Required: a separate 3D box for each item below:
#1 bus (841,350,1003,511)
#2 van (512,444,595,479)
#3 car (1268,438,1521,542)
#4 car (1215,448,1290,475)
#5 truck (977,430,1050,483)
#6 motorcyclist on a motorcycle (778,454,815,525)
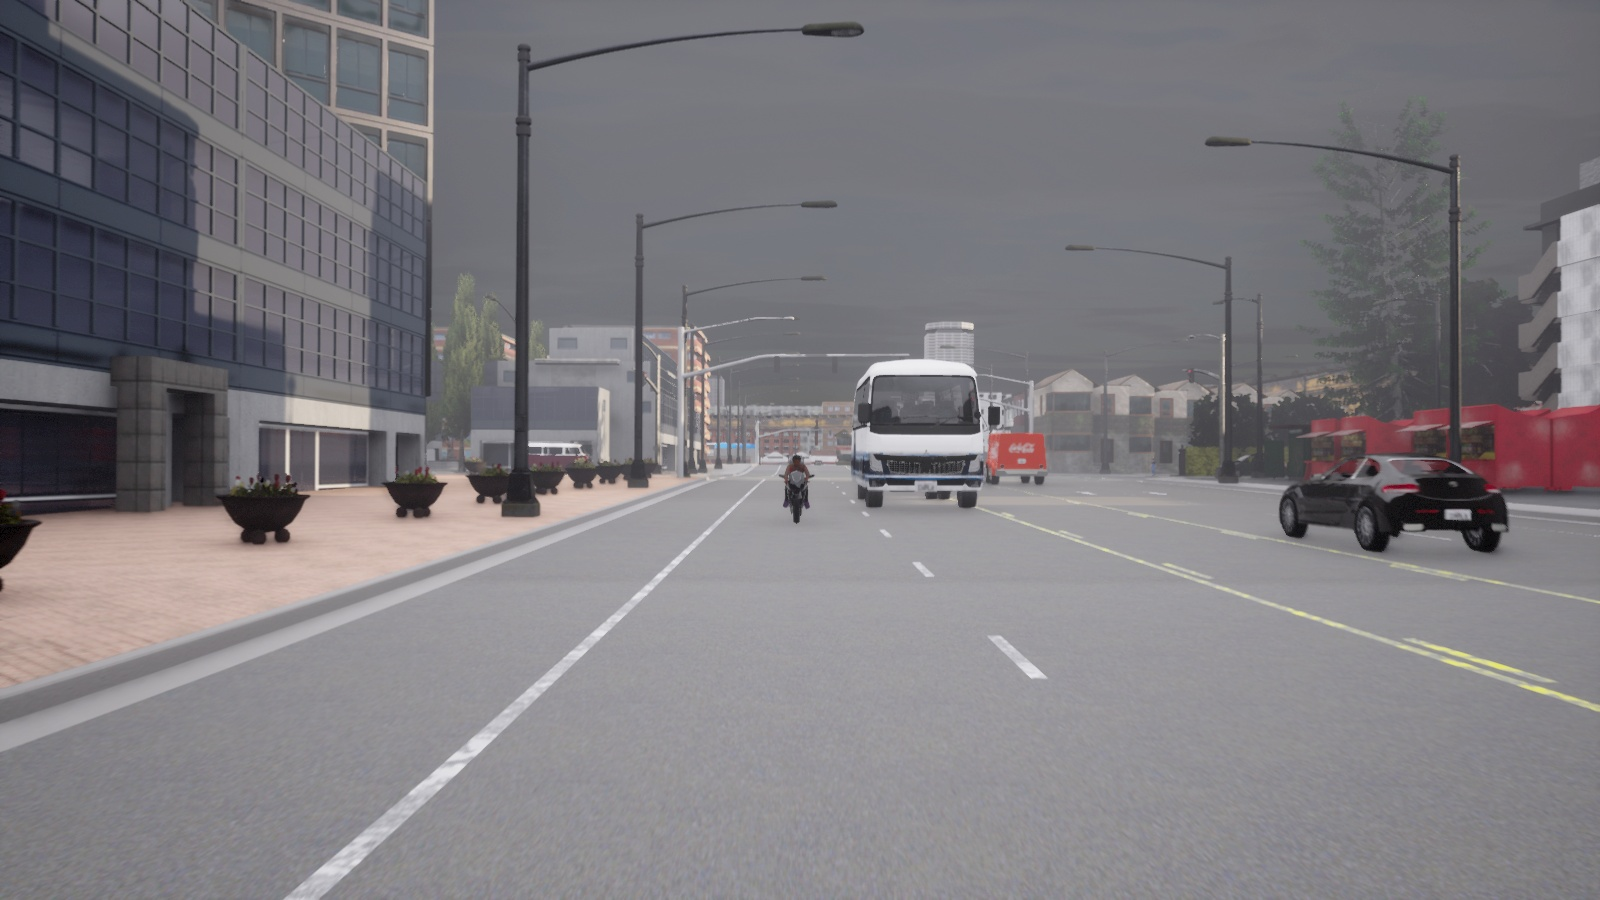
[{"bbox_3d":[3.401,-0.528,38.445,3.944,4.253,10.273,0,0,0],"label":"bus"},{"bbox_3d":[-14.639,0.689,74.770,4.480,2.038,2.069,0,-1,0],"label":"van"},{"bbox_3d":[10.444,0.629,22.589,2.152,1.651,5.027,0,0,0],"label":"car"},{"bbox_3d":[28.109,0.734,78.035,3.988,1.617,1.851,0,-1,0],"label":"car"},{"bbox_3d":[10.351,0.319,61.257,2.627,2.467,5.204,0,0,0],"label":"truck"},{"bbox_3d":[-0.069,0.863,28.310,0.797,1.523,2.044,0,0,0],"label":"motorcyclist on a motorcycle"}]
